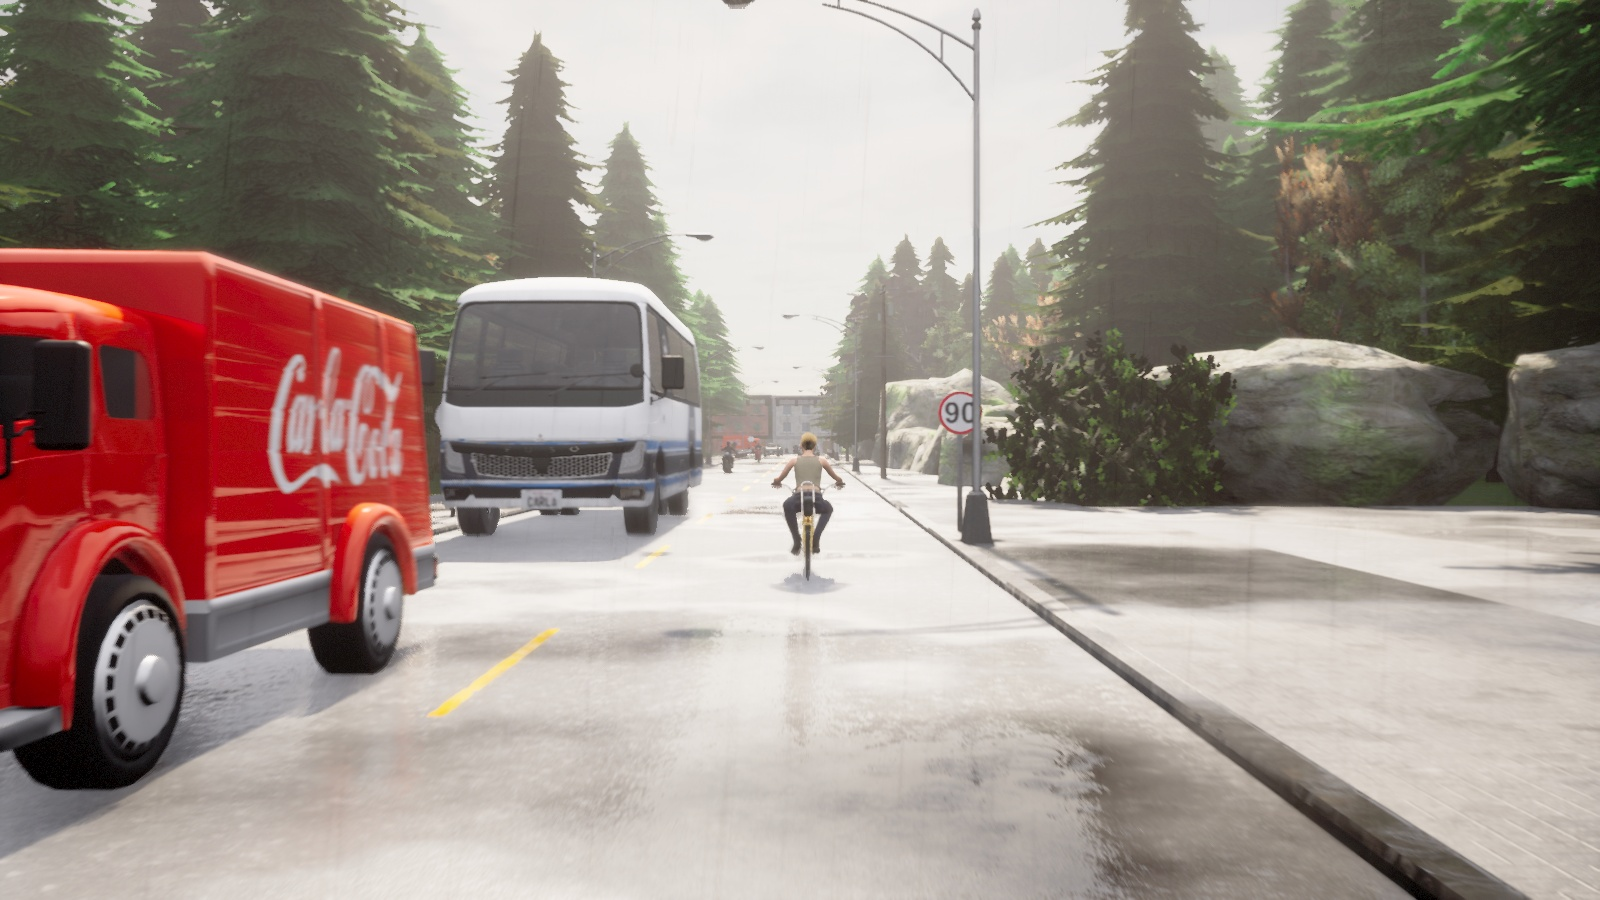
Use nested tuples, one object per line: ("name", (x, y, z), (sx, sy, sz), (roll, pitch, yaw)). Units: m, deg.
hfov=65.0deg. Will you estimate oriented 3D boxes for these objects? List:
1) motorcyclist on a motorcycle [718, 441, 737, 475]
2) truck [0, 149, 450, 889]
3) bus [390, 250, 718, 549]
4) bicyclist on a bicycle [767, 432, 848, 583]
("motorcyclist on a motorcycle", (-3.580, 0.367, 62.133), (0.766, 1.649, 2.350), (0, 0, 0))
("truck", (-3.945, 0.223, 6.798), (2.627, 2.467, 5.204), (0, 0, 0))
("bus", (-3.850, -0.754, 23.038), (3.944, 4.253, 10.273), (0, 0, 0))
("bicyclist on a bicycle", (0.093, 0.608, 14.181), (0.866, 1.612, 1.509), (0, 0, 1))
